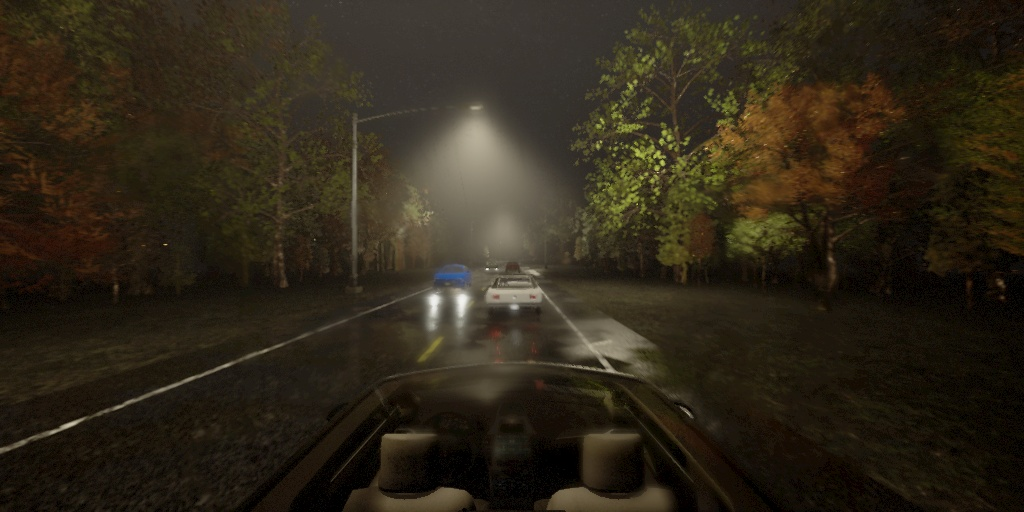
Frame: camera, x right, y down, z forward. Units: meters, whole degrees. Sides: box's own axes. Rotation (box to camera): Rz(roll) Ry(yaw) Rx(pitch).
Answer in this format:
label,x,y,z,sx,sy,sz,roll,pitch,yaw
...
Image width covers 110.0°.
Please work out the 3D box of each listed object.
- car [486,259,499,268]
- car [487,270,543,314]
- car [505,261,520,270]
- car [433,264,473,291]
label,x,y,z,sx,sy,sz,roll,pitch,yaw
car,-3.519,1.292,64.071,2.097,1.767,4.553,0,0,1
car,0.102,1.392,13.936,1.895,1.301,4.718,0,0,0
car,0.104,1.368,49.043,1.882,1.535,5.008,0,0,0
car,-3.595,1.293,22.476,1.882,1.535,5.008,0,0,0
